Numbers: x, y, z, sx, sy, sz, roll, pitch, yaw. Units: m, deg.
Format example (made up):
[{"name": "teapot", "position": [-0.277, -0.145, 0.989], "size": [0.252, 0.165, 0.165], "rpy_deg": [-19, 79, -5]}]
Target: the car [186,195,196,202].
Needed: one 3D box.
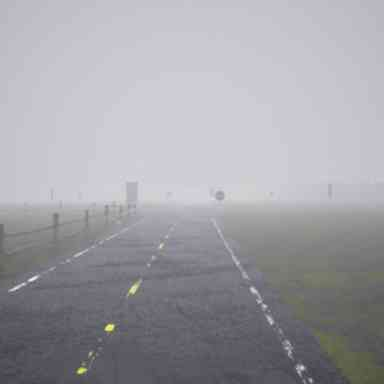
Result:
[{"name": "car", "position": [-0.198, 1.481, 75.589], "size": [2.128, 1.511, 4.902], "rpy_deg": [0, 0, 4]}]
